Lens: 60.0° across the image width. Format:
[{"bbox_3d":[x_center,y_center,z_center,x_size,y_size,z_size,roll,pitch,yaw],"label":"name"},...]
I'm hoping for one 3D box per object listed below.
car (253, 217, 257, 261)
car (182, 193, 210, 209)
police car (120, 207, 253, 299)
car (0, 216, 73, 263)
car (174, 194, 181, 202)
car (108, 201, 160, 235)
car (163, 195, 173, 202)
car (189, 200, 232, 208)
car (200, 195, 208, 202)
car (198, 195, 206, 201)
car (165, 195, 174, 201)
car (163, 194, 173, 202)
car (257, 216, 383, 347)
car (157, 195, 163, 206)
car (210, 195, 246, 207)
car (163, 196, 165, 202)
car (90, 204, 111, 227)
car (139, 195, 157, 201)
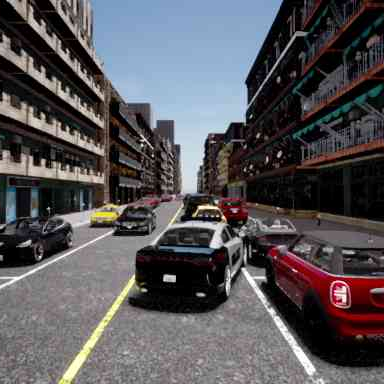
[{"bbox_3d":[2.684,1.551,11.966,2.008,1.369,4.403,0,0,0],"label":"car"},{"bbox_3d":[0.561,1.218,24.450,2.150,2.045,5.566,0,0,-3],"label":"car"},{"bbox_3d":[0.293,1.425,8.749,1.930,1.638,5.238,0,0,16],"label":"police car"},{"bbox_3d":[-5.697,1.566,11.964,1.947,1.339,4.313,0,0,0],"label":"car"},{"bbox_3d":[-3.054,1.330,78.744,2.097,1.767,4.553,0,0,0],"label":"car"},{"bbox_3d":[-3.112,1.504,18.969,1.837,1.490,4.892,0,0,0],"label":"car"},{"bbox_3d":[-5.743,1.419,79.601,1.967,1.590,4.097,0,0,0],"label":"car"},{"bbox_3d":[0.888,1.455,18.653,1.801,1.575,5.366,0,0,0],"label":"car"},{"bbox_3d":[2.641,1.507,74.137,1.752,1.417,4.829,0,0,0],"label":"car"},{"bbox_3d":[2.633,1.521,85.240,1.887,1.381,4.507,0,0,0],"label":"car"},{"bbox_3d":[-5.747,1.521,85.238,1.887,1.381,4.507,0,0,0],"label":"car"},{"bbox_3d":[-5.738,1.297,73.965,2.192,1.841,5.009,0,0,0],"label":"car"},{"bbox_3d":[2.688,1.440,6.331,1.967,1.590,4.097,0,0,0],"label":"car"},{"bbox_3d":[-5.719,1.308,45.784,2.192,1.841,5.009,0,0,0],"label":"car"},{"bbox_3d":[2.678,1.314,23.239,2.192,1.841,5.009,0,0,0],"label":"car"},{"bbox_3d":[-5.724,1.573,51.420,1.802,1.307,4.206,0,0,0],"label":"car"},{"bbox_3d":[-5.704,1.524,23.067,1.752,1.417,4.829,0,0,0],"label":"car"},{"bbox_3d":[-5.716,1.434,40.147,1.967,1.590,4.097,0,0,0],"label":"car"}]
